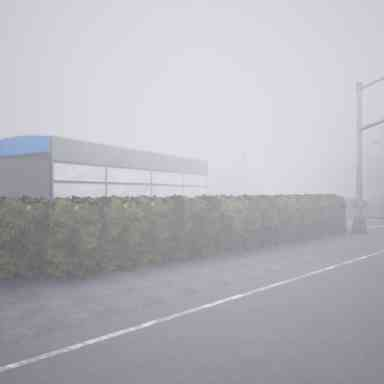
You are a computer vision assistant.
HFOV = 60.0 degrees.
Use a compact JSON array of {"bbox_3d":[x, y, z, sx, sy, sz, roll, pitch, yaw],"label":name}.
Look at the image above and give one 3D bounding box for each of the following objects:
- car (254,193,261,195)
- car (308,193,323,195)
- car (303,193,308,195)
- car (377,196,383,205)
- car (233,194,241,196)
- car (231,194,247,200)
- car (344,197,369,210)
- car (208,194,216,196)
[{"bbox_3d":[16.693,1.154,82.340,5.027,1.636,2.152,0,0,-41],"label":"car"},{"bbox_3d":[27.179,1.097,70.648,4.605,1.855,1.932,0,0,-41],"label":"car"},{"bbox_3d":[24.982,1.077,72.595,3.866,1.878,1.905,0,0,-41],"label":"car"},{"bbox_3d":[31.531,1.384,53.866,3.806,1.475,1.970,0,0,-41],"label":"car"},{"bbox_3d":[8.946,1.298,63.519,4.514,1.523,2.007,0,0,-41],"label":"car"},{"bbox_3d":[12.288,1.232,87.019,3.806,1.475,1.970,0,0,-41],"label":"car"},{"bbox_3d":[19.290,1.340,39.529,4.514,1.523,2.007,0,0,-41],"label":"car"},{"bbox_3d":[4.546,1.298,85.242,4.514,1.523,2.007,0,0,-41],"label":"car"}]
